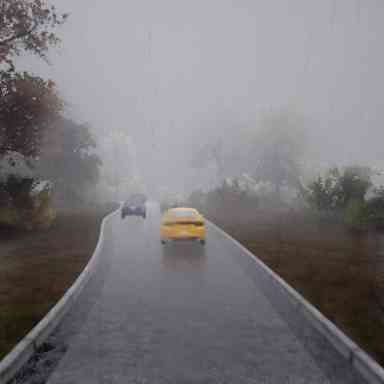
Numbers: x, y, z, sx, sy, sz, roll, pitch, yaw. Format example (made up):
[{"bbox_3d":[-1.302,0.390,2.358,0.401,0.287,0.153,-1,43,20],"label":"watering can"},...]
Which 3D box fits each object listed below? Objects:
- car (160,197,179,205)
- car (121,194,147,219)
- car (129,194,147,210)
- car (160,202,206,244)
[{"bbox_3d":[-2.399,1.361,35.908,2.097,1.767,4.553,0,0,-7],"label":"car"},{"bbox_3d":[-5.115,1.361,29.628,2.097,1.767,4.553,0,0,-7],"label":"car"},{"bbox_3d":[-7.096,1.231,43.953,2.150,2.045,5.566,0,0,-9],"label":"car"},{"bbox_3d":[-0.460,1.481,15.811,1.882,1.535,5.008,0,0,-3],"label":"car"}]
